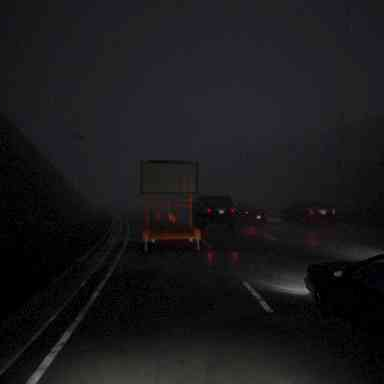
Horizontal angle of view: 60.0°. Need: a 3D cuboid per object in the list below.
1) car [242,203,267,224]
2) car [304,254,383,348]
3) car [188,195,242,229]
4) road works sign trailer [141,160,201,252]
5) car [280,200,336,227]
[{"bbox_3d":[4.099,1.538,25.045,1.812,1.442,4.674,0,0,-12],"label":"car"},{"bbox_3d":[3.385,1.550,4.484,2.033,1.411,5.357,0,0,-3],"label":"car"},{"bbox_3d":[1.182,1.233,21.875,2.150,2.045,5.566,0,0,-11],"label":"car"},{"bbox_3d":[-0.975,0.470,14.046,2.380,3.560,2.880,0,0,-10],"label":"road works sign trailer"},{"bbox_3d":[7.994,1.364,23.329,2.097,1.767,4.553,0,0,-11],"label":"car"}]
